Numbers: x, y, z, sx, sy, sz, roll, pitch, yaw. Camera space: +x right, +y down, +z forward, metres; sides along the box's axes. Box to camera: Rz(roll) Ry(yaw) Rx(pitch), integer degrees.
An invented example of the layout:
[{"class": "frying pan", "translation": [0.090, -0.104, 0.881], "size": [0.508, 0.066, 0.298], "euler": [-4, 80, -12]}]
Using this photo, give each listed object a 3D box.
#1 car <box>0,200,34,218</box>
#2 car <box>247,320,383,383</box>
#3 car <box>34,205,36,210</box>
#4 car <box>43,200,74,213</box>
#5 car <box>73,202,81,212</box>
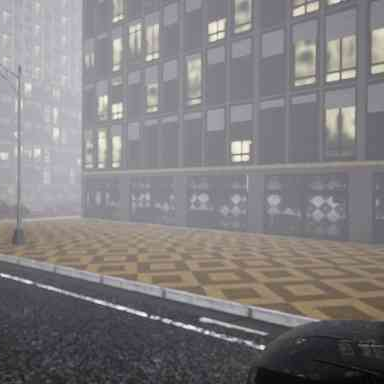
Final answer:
[{"class": "car", "translation": [-18.661, 1.699, 32.475], "size": [2.192, 1.841, 5.009], "euler": [0, 0, 36]}, {"class": "car", "translation": [2.648, 1.499, 1.802], "size": [4.892, 1.490, 1.837], "euler": [0, 0, 35]}, {"class": "car", "translation": [-22.220, 1.867, 41.826], "size": [1.752, 1.417, 4.829], "euler": [0, 0, 36]}, {"class": "car", "translation": [-17.220, 1.889, 44.275], "size": [1.882, 1.535, 5.008], "euler": [1, 0, 36]}, {"class": "car", "translation": [-11.923, 2.007, 41.730], "size": [1.752, 1.417, 4.829], "euler": [0, 0, 36]}]
